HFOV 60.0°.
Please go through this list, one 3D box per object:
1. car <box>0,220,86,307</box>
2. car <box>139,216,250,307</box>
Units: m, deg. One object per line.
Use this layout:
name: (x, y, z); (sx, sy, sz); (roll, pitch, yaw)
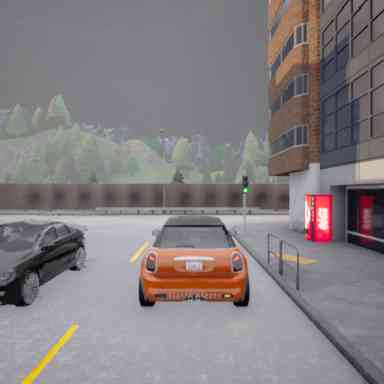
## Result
car: (-4.072, 1.491, 8.056); (2.128, 1.511, 4.902); (0, 0, 0)
car: (0.054, 1.351, 8.127); (2.097, 1.767, 4.553); (0, 0, 0)
